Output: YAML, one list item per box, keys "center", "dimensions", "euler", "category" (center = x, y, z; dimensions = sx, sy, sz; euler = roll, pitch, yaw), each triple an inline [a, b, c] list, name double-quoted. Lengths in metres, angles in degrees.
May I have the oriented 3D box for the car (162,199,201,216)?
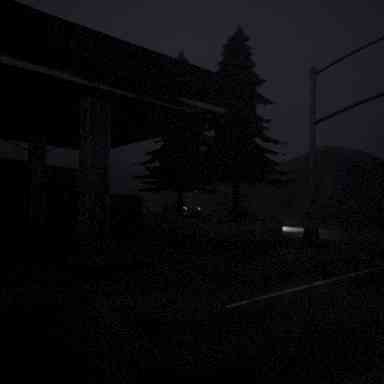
- center: [-1.082, 1.537, 32.798]
  dimensions: [2.097, 1.767, 4.553]
  euler: [1, 0, -35]
  category: "car"

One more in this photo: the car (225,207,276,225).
- center: [4.323, 1.811, 25.149]
  dimensions: [1.994, 1.385, 4.181]
  euler: [1, 0, -35]
  category: "car"

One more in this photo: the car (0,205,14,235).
- center: [-11.440, 1.525, 18.631]
  dimensions: [2.242, 1.667, 4.611]
  euler: [1, 0, -36]
  category: "car"

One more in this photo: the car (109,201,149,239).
- center: [-4.309, 1.447, 18.435]
  dimensions: [1.905, 1.878, 3.866]
  euler: [1, 0, -36]
  category: "car"
